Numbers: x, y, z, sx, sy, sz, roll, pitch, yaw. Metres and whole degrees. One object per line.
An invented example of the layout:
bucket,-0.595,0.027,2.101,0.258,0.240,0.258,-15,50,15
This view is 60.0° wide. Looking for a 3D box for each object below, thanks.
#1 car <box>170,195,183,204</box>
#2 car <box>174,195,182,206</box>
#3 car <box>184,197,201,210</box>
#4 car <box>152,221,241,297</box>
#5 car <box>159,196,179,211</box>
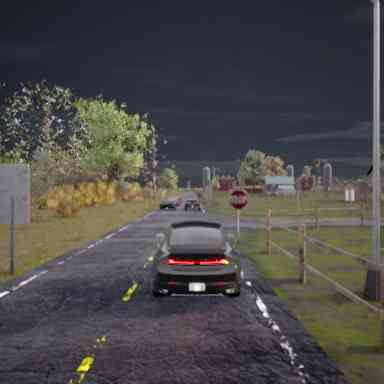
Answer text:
car,-2.832,1.361,61.316,2.128,1.511,4.902,0,0,1
car,-2.869,1.380,50.890,1.882,1.535,5.008,0,0,0
car,0.062,1.431,42.099,1.837,1.490,4.892,0,0,0
car,0.091,1.494,8.532,1.837,1.490,4.892,0,0,0
car,-2.857,1.533,39.836,1.895,1.301,4.718,0,0,-1
